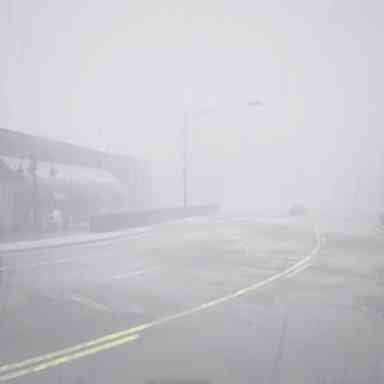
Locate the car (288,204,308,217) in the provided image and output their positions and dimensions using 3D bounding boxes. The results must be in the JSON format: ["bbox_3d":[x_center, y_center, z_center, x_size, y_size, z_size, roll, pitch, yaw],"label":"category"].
[{"bbox_3d":[11.602,2.008,36.312,2.033,1.411,5.357,-1,-1,19],"label":"car"}]

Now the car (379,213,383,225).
[{"bbox_3d":[14.606,1.823,23.425,1.895,1.301,4.718,-1,-1,20],"label":"car"}]
